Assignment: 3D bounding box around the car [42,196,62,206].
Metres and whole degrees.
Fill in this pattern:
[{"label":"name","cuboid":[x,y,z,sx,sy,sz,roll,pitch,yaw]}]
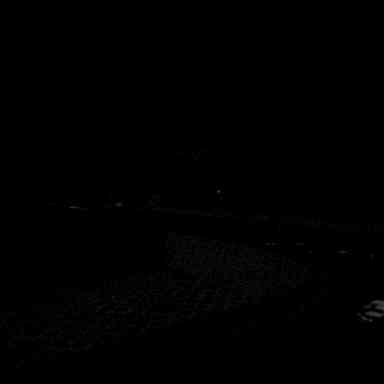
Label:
[{"label":"car","cuboid":[-19.539,1.289,46.264,1.837,1.490,4.892,-2,2,-36]}]
